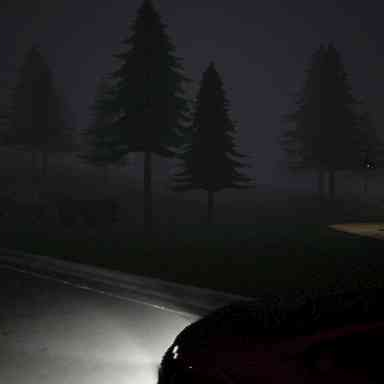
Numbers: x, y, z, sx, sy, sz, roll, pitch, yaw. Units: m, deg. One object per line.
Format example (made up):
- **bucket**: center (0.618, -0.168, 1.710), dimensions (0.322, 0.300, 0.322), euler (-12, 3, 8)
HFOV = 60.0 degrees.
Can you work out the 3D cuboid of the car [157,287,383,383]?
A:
- **car**: center (1.714, 1.563, 2.769), dimensions (4.181, 1.385, 1.994), euler (0, 0, 36)
